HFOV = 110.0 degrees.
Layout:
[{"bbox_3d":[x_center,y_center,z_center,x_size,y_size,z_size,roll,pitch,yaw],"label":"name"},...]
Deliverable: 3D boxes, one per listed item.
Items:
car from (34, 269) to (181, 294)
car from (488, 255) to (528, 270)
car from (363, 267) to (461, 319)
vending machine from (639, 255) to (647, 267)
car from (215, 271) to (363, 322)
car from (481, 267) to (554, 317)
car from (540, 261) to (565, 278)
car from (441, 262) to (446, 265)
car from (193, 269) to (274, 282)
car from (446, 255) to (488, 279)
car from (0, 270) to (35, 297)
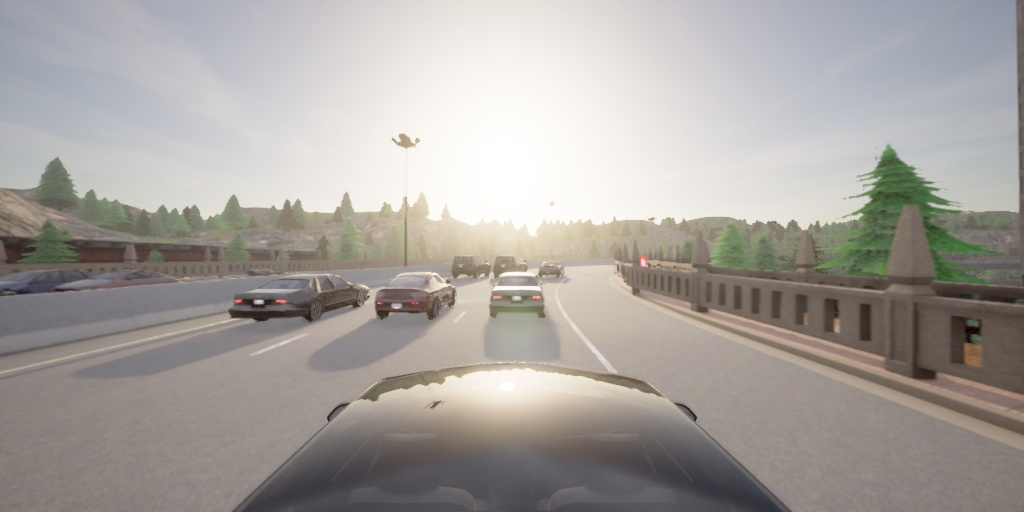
[{"bbox_3d":[-17.187,1.319,15.841,1.994,1.385,4.181,0,0,4],"label":"car"},{"bbox_3d":[-0.029,0.947,32.972,2.150,2.045,5.566,0,0,16],"label":"car"},{"bbox_3d":[-3.245,1.274,12.685,1.812,1.442,4.674,0,0,2],"label":"car"},{"bbox_3d":[15.781,0.842,43.173,1.100,2.100,0.880,0,0,26],"label":"vending machine"},{"bbox_3d":[-6.781,1.297,12.248,2.033,1.411,5.357,0,0,2],"label":"car"},{"bbox_3d":[0.263,1.293,13.139,2.033,1.411,5.357,0,0,3],"label":"car"},{"bbox_3d":[3.784,1.204,33.484,2.128,1.511,4.902,0,0,16],"label":"car"},{"bbox_3d":[-9.538,1.346,56.935,1.994,1.385,4.181,0,0,27],"label":"car"},{"bbox_3d":[-13.536,1.355,18.408,1.895,1.301,4.718,0,0,5],"label":"car"},{"bbox_3d":[-3.659,0.958,32.981,2.150,2.045,5.566,0,0,15],"label":"car"},{"bbox_3d":[-20.761,1.305,15.920,2.033,1.411,5.357,0,0,4],"label":"car"}]
